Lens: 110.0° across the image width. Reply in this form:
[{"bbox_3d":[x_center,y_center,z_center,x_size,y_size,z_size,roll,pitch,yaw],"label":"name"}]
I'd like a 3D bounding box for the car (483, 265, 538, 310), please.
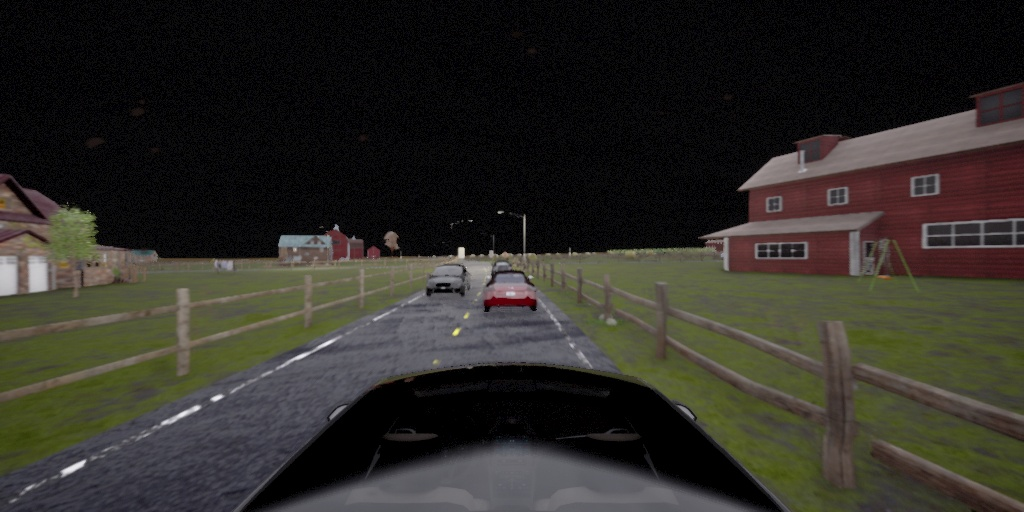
[{"bbox_3d":[-0.095,1.245,14.242,1.994,1.385,4.181,0,0,-1],"label":"car"}]

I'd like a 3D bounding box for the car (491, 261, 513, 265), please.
[{"bbox_3d":[-0.870,1.118,31.839,1.812,1.442,4.674,0,0,-4],"label":"car"}]

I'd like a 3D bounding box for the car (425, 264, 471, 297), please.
[{"bbox_3d":[-3.168,1.169,18.455,1.837,1.490,4.892,0,0,-2],"label":"car"}]
